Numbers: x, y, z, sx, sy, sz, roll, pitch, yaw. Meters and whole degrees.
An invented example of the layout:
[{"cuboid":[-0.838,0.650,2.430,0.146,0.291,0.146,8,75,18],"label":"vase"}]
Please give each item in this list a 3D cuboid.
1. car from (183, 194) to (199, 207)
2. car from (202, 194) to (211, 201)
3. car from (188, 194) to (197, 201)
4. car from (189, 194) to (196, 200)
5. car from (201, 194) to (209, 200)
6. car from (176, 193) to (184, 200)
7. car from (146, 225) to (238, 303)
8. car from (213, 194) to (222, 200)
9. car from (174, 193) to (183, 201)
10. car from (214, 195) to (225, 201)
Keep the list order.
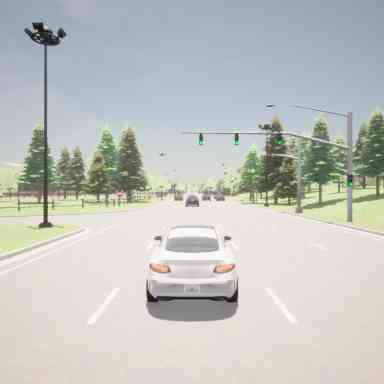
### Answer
[{"cuboid":[0.075,1.352,51.979,2.097,1.767,4.553,0,0,0],"label":"car"},{"cuboid":[3.620,1.348,83.004,2.097,1.767,4.553,0,0,0],"label":"car"},{"cuboid":[0.120,1.348,83.009,2.097,1.767,4.553,0,0,0],"label":"car"},{"cuboid":[0.134,1.332,93.042,1.837,1.490,4.892,0,0,0],"label":"car"},{"cuboid":[3.634,1.372,93.037,2.033,1.411,5.357,0,0,0],"label":"car"},{"cuboid":[-3.366,1.187,93.017,2.097,1.767,4.553,0,0,0],"label":"car"},{"cuboid":[0.018,1.526,8.106,1.812,1.442,4.674,0,0,0],"label":"car"},{"cuboid":[7.134,1.385,93.032,1.994,1.385,4.181,0,0,0],"label":"car"},{"cuboid":[-3.380,1.544,83.010,1.994,1.385,4.181,0,0,0],"label":"car"},{"cuboid":[7.119,1.517,82.612,2.128,1.511,4.902,0,0,0],"label":"car"}]
